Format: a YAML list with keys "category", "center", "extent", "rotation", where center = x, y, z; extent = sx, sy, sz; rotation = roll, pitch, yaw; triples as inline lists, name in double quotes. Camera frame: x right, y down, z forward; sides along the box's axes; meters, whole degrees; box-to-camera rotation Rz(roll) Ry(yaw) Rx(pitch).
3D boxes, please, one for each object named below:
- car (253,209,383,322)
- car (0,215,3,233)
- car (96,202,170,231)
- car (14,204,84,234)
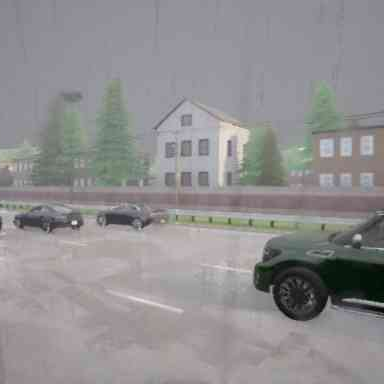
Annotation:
- category: "car"
  center: [3.851, 1.222, 5.544]
  extent: [5.566, 2.045, 2.150]
  rotation: [1, 0, 36]
- category: "car"
  center: [-11.054, 1.330, 16.208]
  extent: [4.892, 1.490, 1.837]
  rotation: [1, 0, 36]
- category: "car"
  center: [-3.543, 1.357, 19.441]
  extent: [4.902, 1.511, 2.128]
  rotation: [1, 0, 36]
- category: "car"
  center: [-7.833, 1.365, 18.189]
  extent: [4.674, 1.442, 1.812]
  rotation: [1, 0, 35]
